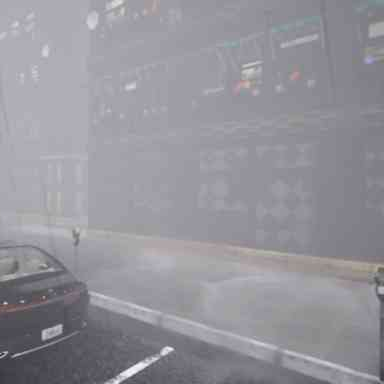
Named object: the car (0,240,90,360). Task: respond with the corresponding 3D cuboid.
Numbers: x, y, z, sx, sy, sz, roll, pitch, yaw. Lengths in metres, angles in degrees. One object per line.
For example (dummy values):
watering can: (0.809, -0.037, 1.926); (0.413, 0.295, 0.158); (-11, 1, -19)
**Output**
car: (-3.496, 1.461, 5.373); (4.403, 1.369, 2.008); (1, 0, 36)
